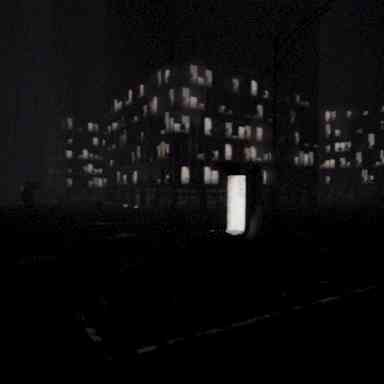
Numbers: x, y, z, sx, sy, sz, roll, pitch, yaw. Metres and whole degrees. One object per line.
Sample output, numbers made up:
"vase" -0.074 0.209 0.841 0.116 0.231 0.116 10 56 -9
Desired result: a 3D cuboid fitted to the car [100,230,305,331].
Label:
"car" 0.396 1.487 6.658 4.313 1.339 1.947 0 1 -32
